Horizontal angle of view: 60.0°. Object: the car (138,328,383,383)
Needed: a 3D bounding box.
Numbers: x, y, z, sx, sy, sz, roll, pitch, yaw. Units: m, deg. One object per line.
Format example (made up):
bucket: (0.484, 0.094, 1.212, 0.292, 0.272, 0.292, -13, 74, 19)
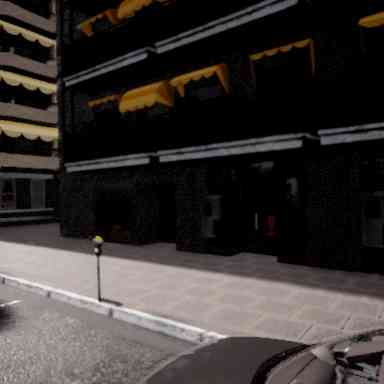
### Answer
car: (1.492, 1.548, 1.828, 4.403, 1.369, 2.008, -1, -1, 36)
